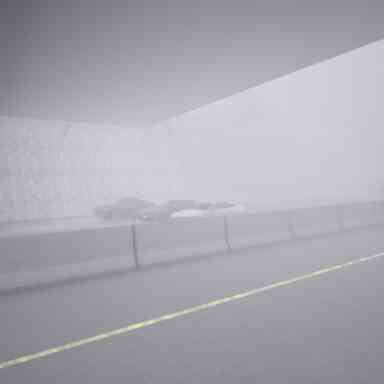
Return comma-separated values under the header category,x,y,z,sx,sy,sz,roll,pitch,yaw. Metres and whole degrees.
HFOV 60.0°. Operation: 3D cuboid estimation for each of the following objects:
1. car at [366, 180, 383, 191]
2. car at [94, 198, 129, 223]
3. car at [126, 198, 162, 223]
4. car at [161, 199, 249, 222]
category,x,y,z,sx,sy,sz,roll,pitch,yaw
car,28.425,-0.806,49.904,5.566,2.045,2.150,-2,1,-35
car,-3.988,1.271,22.637,4.718,1.301,1.895,-2,1,-35
car,-0.970,1.177,20.490,5.357,1.411,2.033,-2,1,-35
car,1.007,1.158,17.601,4.674,1.442,1.812,-2,1,-35
